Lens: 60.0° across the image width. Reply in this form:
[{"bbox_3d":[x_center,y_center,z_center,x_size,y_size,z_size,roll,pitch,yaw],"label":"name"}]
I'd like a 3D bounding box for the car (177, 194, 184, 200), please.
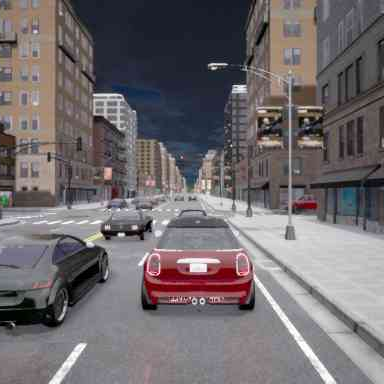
[{"bbox_3d":[-3.030,1.370,88.293,1.812,1.442,4.674,0,0,0],"label":"car"}]

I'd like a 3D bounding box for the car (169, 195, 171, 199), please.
[{"bbox_3d":[-6.295,1.242,82.515,1.837,1.490,4.892,0,0,0],"label":"car"}]

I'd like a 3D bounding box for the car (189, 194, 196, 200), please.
[{"bbox_3d":[0.220,1.370,88.285,1.812,1.442,4.674,0,0,0],"label":"car"}]

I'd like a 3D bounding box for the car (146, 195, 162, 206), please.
[{"bbox_3d":[-6.460,1.554,53.356,1.994,1.385,4.181,0,0,0],"label":"car"}]

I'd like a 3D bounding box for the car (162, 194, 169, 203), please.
[{"bbox_3d":[-6.338,1.546,67.914,1.994,1.385,4.181,0,0,0],"label":"car"}]

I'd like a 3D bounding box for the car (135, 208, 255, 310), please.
[{"bbox_3d":[0.119,1.352,7.960,2.097,1.767,4.553,0,0,0],"label":"car"}]

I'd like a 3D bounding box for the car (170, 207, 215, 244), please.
[{"bbox_3d":[0.051,1.563,16.663,1.994,1.385,4.181,0,0,1],"label":"car"}]

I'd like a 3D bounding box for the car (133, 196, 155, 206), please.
[{"bbox_3d":[-5.942,1.563,40.856,1.994,1.385,4.181,0,0,-10],"label":"car"}]

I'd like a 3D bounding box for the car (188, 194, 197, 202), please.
[{"bbox_3d":[0.195,1.333,78.252,2.097,1.767,4.553,0,0,0],"label":"car"}]

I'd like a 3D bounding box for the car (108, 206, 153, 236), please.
[{"bbox_3d":[-3.109,1.600,16.899,1.895,1.301,4.718,0,0,0],"label":"car"}]

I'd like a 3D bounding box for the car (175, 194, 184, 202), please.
[{"bbox_3d":[-3.055,1.530,78.290,1.994,1.385,4.181,0,0,0],"label":"car"}]

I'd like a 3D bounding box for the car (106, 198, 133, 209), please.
[{"bbox_3d":[-9.828,1.541,44.210,2.033,1.411,5.357,0,0,3],"label":"car"}]

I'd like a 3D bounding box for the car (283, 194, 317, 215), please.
[{"bbox_3d":[12.351,1.256,34.476,5.566,2.045,2.150,0,0,0],"label":"car"}]

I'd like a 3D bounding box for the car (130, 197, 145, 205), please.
[{"bbox_3d":[-9.679,1.552,59.359,1.994,1.385,4.181,0,0,0],"label":"car"}]

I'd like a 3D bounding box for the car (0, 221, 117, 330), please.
[{"bbox_3d":[-3.133,1.564,7.030,1.994,1.385,4.181,0,0,0],"label":"car"}]
